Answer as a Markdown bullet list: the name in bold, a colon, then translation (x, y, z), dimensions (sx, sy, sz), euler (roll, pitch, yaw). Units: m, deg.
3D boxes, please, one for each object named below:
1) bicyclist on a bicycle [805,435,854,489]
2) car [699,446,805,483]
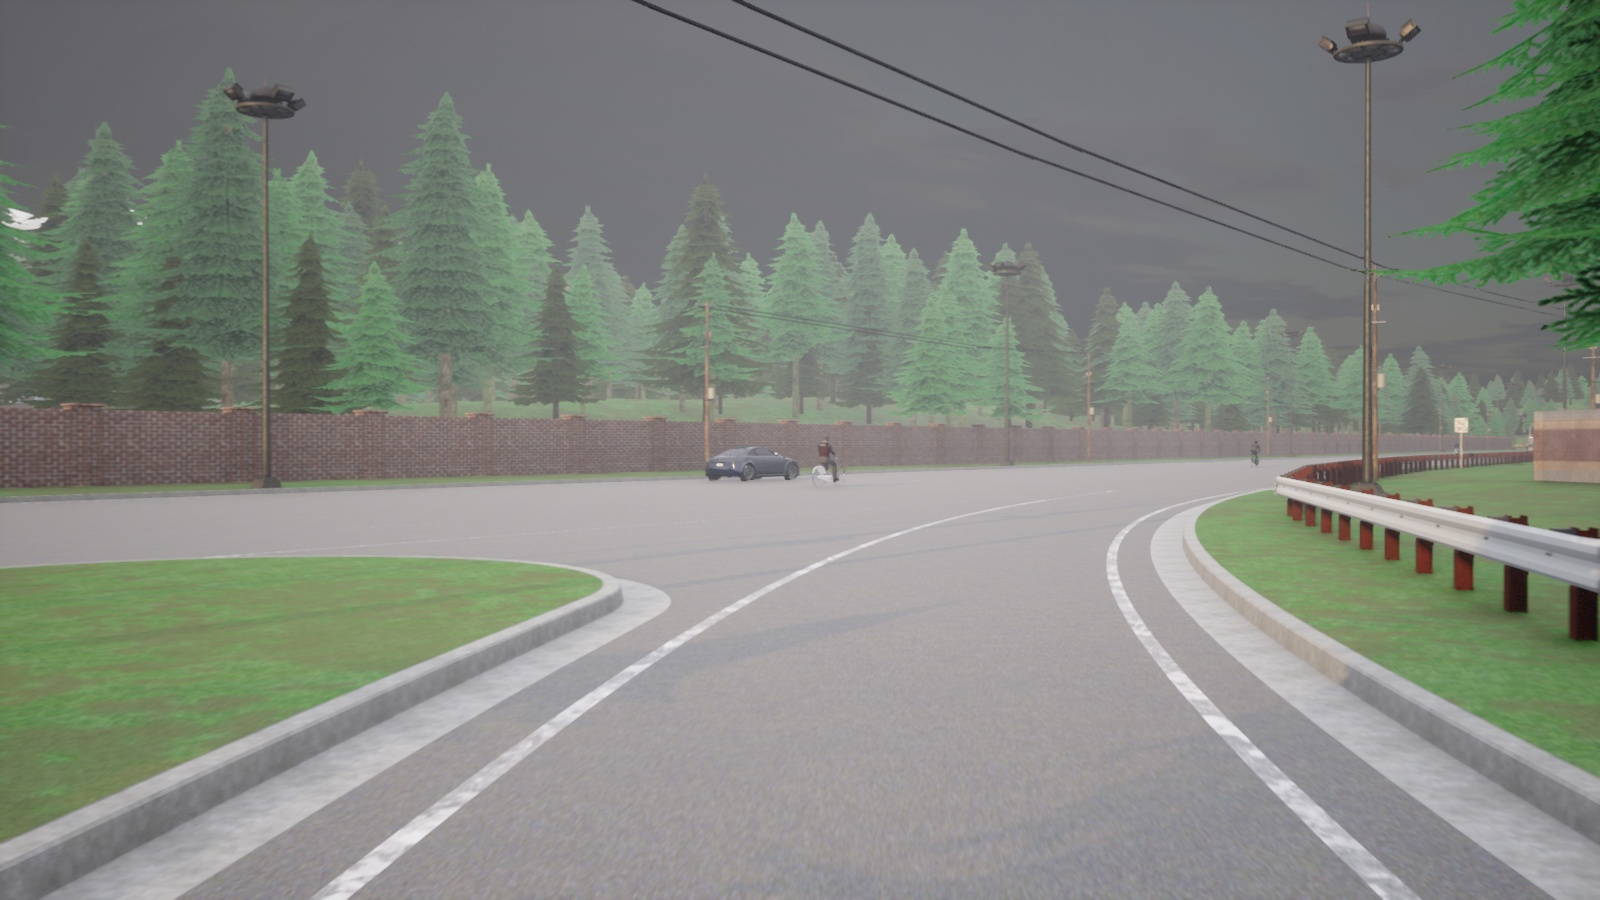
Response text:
- **bicyclist on a bicycle**: translation (1.002, 0.381, 41.894), dimensions (0.659, 1.776, 1.843), euler (0, 1, 38)
- **car**: translation (-1.845, 0.527, 49.669), dimensions (1.994, 1.385, 4.181), euler (0, 0, 38)
